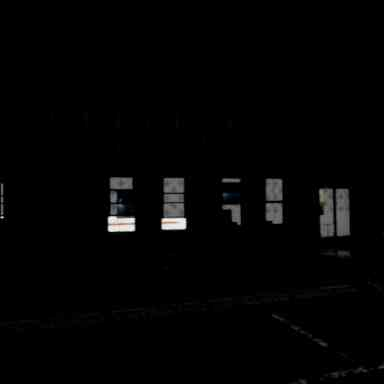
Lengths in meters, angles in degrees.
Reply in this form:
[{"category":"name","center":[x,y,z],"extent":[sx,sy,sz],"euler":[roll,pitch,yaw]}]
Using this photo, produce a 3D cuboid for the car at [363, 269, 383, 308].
[{"category":"car","center":[5.547,1.721,6.746],"extent":[4.206,1.307,1.802],"euler":[0,-2,-18]}]
